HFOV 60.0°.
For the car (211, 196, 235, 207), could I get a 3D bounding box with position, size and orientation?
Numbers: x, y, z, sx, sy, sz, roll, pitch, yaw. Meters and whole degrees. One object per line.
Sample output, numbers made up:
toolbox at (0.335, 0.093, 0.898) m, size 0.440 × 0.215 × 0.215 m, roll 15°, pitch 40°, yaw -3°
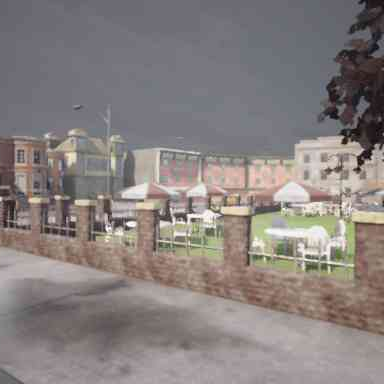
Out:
car at (3.986, 1.171, 44.809) m, size 5.008 × 1.535 × 1.882 m, roll 0°, pitch 0°, yaw -44°
